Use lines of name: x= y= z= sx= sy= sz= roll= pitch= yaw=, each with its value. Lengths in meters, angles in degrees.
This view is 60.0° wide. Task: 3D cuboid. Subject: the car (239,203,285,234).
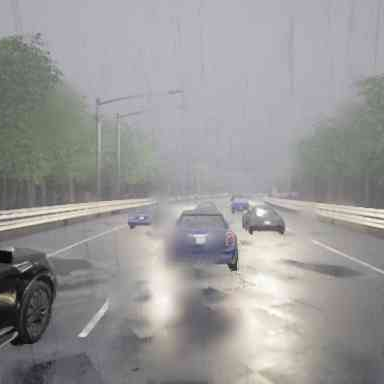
car: x=4.033 y=1.573 z=19.289 sx=1.994 sy=1.385 sz=4.181 roll=0 pitch=0 yaw=3

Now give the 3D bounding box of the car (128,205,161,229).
car: x=-2.754 y=1.550 z=21.627 sx=2.033 sy=1.411 sz=5.357 roll=0 pitch=0 yaw=3

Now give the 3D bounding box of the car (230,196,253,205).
car: x=5.310 y=1.492 z=36.861 sx=1.882 sy=1.535 sz=5.008 roll=0 pitch=0 yaw=5

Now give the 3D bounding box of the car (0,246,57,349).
car: x=-3.356 y=1.220 z=3.224 sx=2.150 sy=2.045 sz=5.566 roll=0 pitch=0 yaw=1

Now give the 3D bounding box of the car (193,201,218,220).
car: x=1.272 y=1.572 z=29.259 sx=1.994 sy=1.385 sz=4.181 roll=0 pitch=0 yaw=4

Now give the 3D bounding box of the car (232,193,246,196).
car: x=7.921 y=1.230 z=58.266 sx=2.150 sy=2.045 sz=5.566 roll=0 pitch=0 yaw=9

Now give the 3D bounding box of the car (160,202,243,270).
car: x=0.323 y=1.356 z=11.249 sx=2.097 sy=1.767 sz=4.553 roll=0 pitch=0 yaw=2
